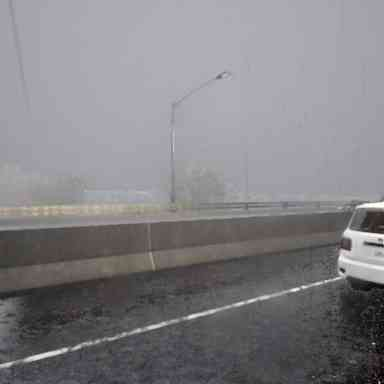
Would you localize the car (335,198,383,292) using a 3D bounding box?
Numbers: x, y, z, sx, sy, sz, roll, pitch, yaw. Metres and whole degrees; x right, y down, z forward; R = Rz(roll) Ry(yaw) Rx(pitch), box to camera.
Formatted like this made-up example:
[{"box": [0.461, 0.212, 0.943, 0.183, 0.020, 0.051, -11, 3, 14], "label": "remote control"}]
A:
[{"box": [5.717, 1.247, 7.780, 5.566, 2.045, 2.150, 0, 0, -35], "label": "car"}]

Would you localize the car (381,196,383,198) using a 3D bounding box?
[{"box": [21.662, 1.366, 36.060, 5.566, 2.045, 2.150, 0, 0, -34], "label": "car"}]

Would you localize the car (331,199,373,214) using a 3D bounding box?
[{"box": [18.325, 1.627, 38.021, 4.902, 1.511, 2.128, 0, 0, -34], "label": "car"}]
